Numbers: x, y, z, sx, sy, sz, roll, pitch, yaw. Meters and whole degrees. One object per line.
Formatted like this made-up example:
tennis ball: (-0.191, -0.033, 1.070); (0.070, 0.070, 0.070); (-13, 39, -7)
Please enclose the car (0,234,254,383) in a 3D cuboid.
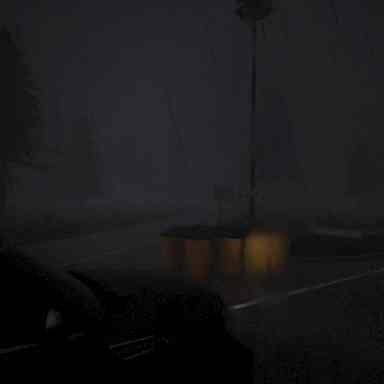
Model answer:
car: (-2.077, 1.217, 2.266); (5.566, 2.045, 2.150); (1, 0, -35)
